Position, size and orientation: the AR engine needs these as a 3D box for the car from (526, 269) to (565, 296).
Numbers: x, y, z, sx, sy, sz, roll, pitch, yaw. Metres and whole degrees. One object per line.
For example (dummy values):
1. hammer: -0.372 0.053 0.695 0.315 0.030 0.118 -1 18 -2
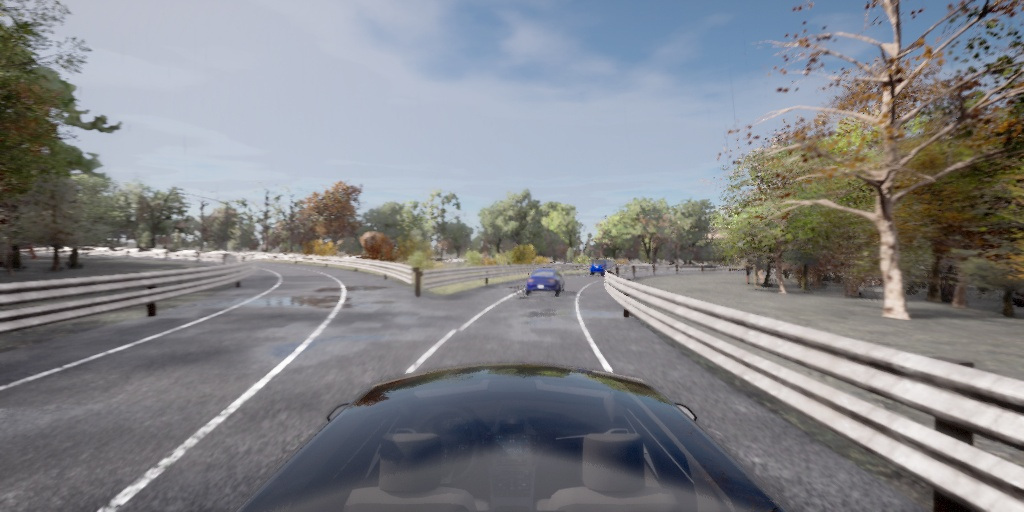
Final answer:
1. car: 2.014 1.448 20.811 1.812 1.442 4.674 0 0 13

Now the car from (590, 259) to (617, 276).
1. car: 11.754 1.474 45.458 2.150 2.045 5.566 0 -1 35
